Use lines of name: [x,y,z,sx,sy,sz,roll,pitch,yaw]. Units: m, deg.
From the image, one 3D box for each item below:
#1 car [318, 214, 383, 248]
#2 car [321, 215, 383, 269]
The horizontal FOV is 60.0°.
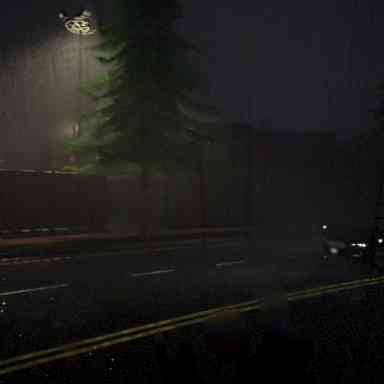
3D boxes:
car: [8.655,1.783,16.000,4.718,1.301,1.895,1,0,-18]
car: [6.777,1.627,11.483,4.902,1.511,2.128,1,-1,-22]
